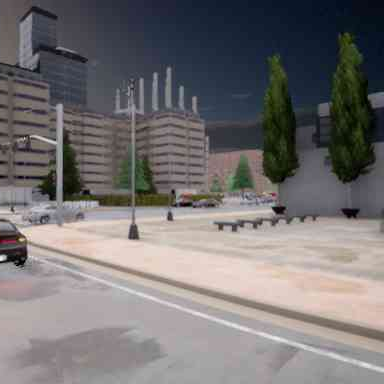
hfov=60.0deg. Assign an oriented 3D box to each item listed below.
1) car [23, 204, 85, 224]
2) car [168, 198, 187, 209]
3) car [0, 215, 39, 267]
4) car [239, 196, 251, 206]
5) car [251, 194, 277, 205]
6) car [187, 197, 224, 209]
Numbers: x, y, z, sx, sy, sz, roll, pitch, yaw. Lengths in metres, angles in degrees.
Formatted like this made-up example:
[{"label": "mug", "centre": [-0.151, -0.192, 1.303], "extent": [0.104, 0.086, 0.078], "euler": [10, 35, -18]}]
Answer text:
[{"label": "car", "centre": [-10.651, 1.663, 25.911], "extent": [1.812, 1.442, 4.674], "euler": [-1, -1, 39]}, {"label": "car", "centre": [-1.427, 1.730, 50.495], "extent": [1.882, 1.535, 5.008], "euler": [0, 0, 45]}, {"label": "car", "centre": [-6.944, 1.564, 10.757], "extent": [4.892, 1.490, 1.837], "euler": [0, 0, 44]}, {"label": "car", "centre": [10.997, 1.959, 63.001], "extent": [1.895, 1.301, 4.718], "euler": [0, 0, 45]}, {"label": "car", "centre": [13.514, 1.535, 60.572], "extent": [2.128, 1.511, 4.902], "euler": [0, 0, 45]}, {"label": "car", "centre": [2.004, 1.748, 48.991], "extent": [1.837, 1.490, 4.892], "euler": [0, 0, 45]}]
